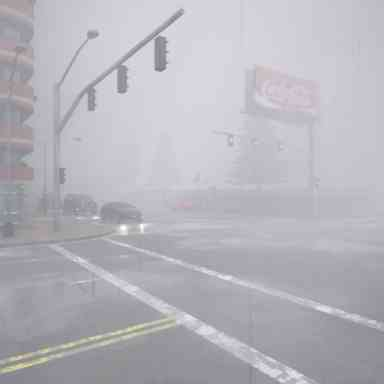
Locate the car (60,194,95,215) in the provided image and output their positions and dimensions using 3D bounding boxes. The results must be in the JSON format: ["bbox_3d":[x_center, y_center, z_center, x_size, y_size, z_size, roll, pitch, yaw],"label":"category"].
[{"bbox_3d":[-11.590,1.221,34.206,2.150,2.045,5.566,0,0,-36],"label":"car"}]

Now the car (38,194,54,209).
[{"bbox_3d":[-19.036,1.222,44.572,2.150,2.045,5.566,0,0,-35],"label":"car"}]

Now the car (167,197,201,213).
[{"bbox_3d":[-0.959,1.352,37.747,2.097,1.767,4.553,0,0,-36],"label":"car"}]

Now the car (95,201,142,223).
[{"bbox_3d":[-5.590,1.505,25.871,1.837,1.490,4.892,0,0,-36],"label":"car"}]
